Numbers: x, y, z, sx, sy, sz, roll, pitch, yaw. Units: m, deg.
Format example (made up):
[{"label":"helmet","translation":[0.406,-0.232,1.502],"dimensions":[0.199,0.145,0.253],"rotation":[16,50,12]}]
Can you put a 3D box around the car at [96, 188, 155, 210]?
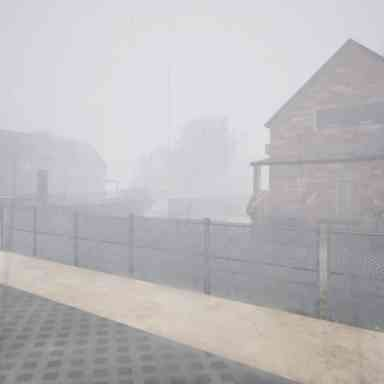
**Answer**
[{"label":"car","translation":[-5.705,0.662,29.291],"dimensions":[2.150,2.045,5.566],"rotation":[1,2,36]}]

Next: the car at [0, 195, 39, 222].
[{"label":"car","translation":[-11.881,1.045,20.557],"dimensions":[2.097,1.767,4.553],"rotation":[1,2,34]}]

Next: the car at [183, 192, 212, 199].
[{"label":"car","translation":[0.726,0.746,38.271],"dimensions":[1.994,1.385,4.181],"rotation":[1,2,36]}]
